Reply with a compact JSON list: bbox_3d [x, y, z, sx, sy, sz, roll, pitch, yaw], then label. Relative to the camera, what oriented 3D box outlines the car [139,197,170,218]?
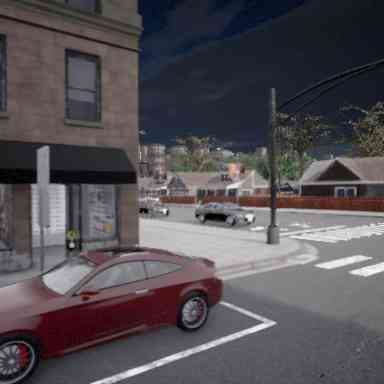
[{"bbox_3d":[-3.840,1.518,31.114,2.128,1.511,4.902,-1,0,-35],"label":"car"}]

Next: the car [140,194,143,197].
[{"bbox_3d":[-9.834,1.431,50.921,2.097,1.767,4.553,-1,0,-35],"label":"car"}]

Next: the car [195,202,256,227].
[{"bbox_3d":[2.179,1.454,22.656,2.128,1.511,4.902,-1,0,-37],"label":"car"}]

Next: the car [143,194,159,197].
[{"bbox_3d":[-7.082,1.269,52.633,2.150,2.045,5.566,-1,0,-35],"label":"car"}]

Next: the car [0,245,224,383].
[{"bbox_3d":[-1.367,1.565,5.214,4.206,1.307,1.802,-1,0,-36],"label":"car"}]
